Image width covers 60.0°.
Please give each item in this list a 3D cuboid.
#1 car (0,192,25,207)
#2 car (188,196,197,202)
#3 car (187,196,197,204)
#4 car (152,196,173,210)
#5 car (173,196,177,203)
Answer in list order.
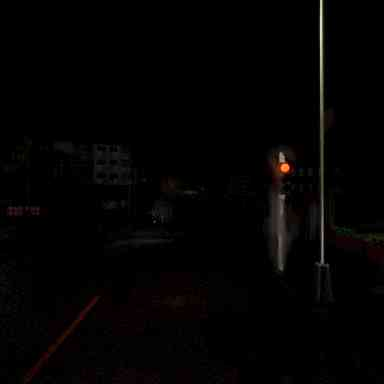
[{"bbox_3d":[-19.715,0.985,35.000,1.905,1.878,3.866,0,0,35],"label":"car"},{"bbox_3d":[0.095,1.583,76.796,1.895,1.301,4.718,0,0,0],"label":"car"},{"bbox_3d":[0.082,1.547,66.201,2.033,1.411,5.357,0,0,0],"label":"car"},{"bbox_3d":[-4.047,1.491,43.086,2.128,1.511,4.902,0,0,0],"label":"car"},{"bbox_3d":[-4.028,1.490,53.048,2.128,1.511,4.902,0,0,0],"label":"car"}]
